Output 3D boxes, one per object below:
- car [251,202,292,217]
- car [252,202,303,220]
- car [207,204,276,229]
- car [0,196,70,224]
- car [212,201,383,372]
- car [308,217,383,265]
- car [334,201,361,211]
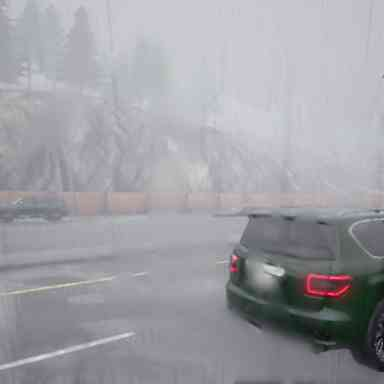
[{"bbox_3d":[8.613,1.868,35.962,4.181,1.385,1.994,1,0,-35],"label":"car"},{"bbox_3d":[8.126,1.747,31.315,5.008,1.535,1.882,1,-1,-36],"label":"car"},{"bbox_3d":[3.614,1.661,23.788,5.008,1.535,1.882,1,-1,-36],"label":"car"},{"bbox_3d":[-12.275,1.288,25.337,5.566,2.045,2.150,1,-1,-36],"label":"car"},{"bbox_3d":[3.141,1.285,6.001,5.566,2.045,2.150,1,0,-35],"label":"car"},{"bbox_3d":[6.776,1.739,12.889,4.718,1.301,1.895,1,0,-35],"label":"car"},{"bbox_3d":[23.921,2.091,51.170,4.181,1.385,1.994,1,0,-35],"label":"car"}]
